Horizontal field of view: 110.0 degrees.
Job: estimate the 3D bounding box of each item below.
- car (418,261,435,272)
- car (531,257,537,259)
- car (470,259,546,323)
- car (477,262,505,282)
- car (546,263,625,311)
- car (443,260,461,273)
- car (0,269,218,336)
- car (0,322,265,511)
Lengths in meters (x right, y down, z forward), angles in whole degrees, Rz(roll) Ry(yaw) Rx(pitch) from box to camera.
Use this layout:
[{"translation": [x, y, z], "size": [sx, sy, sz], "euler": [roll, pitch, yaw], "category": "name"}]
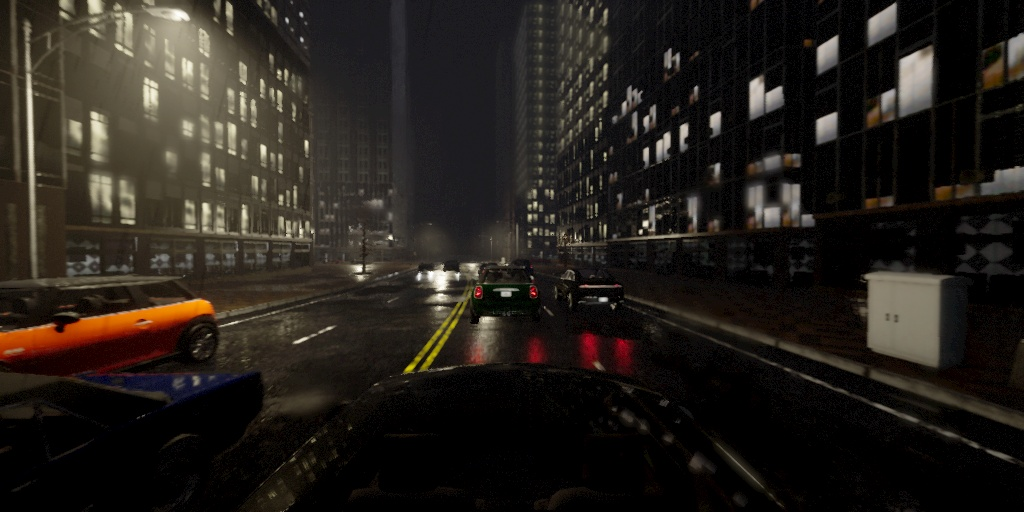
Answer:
[{"translation": [-11.083, 1.335, 46.620], "size": [1.895, 1.301, 4.718], "euler": [0, 0, -9], "category": "car"}, {"translation": [0.732, 1.058, 34.878], "size": [2.097, 1.767, 4.553], "euler": [0, 0, -8], "category": "car"}, {"translation": [-0.269, 1.094, 12.288], "size": [2.097, 1.767, 4.553], "euler": [0, 0, -3], "category": "car"}, {"translation": [-1.890, 1.271, 30.365], "size": [2.033, 1.411, 5.357], "euler": [0, 0, -7], "category": "car"}, {"translation": [2.879, 1.223, 14.252], "size": [2.128, 1.511, 4.902], "euler": [0, 0, -3], "category": "car"}, {"translation": [-7.267, 1.203, 43.221], "size": [1.882, 1.535, 5.008], "euler": [0, 0, -9], "category": "car"}, {"translation": [-6.707, 1.113, 5.006], "size": [2.097, 1.767, 4.553], "euler": [0, 0, -1], "category": "car"}, {"translation": [-3.391, 1.357, 1.316], "size": [1.895, 1.301, 4.718], "euler": [0, 0, 0], "category": "car"}]
